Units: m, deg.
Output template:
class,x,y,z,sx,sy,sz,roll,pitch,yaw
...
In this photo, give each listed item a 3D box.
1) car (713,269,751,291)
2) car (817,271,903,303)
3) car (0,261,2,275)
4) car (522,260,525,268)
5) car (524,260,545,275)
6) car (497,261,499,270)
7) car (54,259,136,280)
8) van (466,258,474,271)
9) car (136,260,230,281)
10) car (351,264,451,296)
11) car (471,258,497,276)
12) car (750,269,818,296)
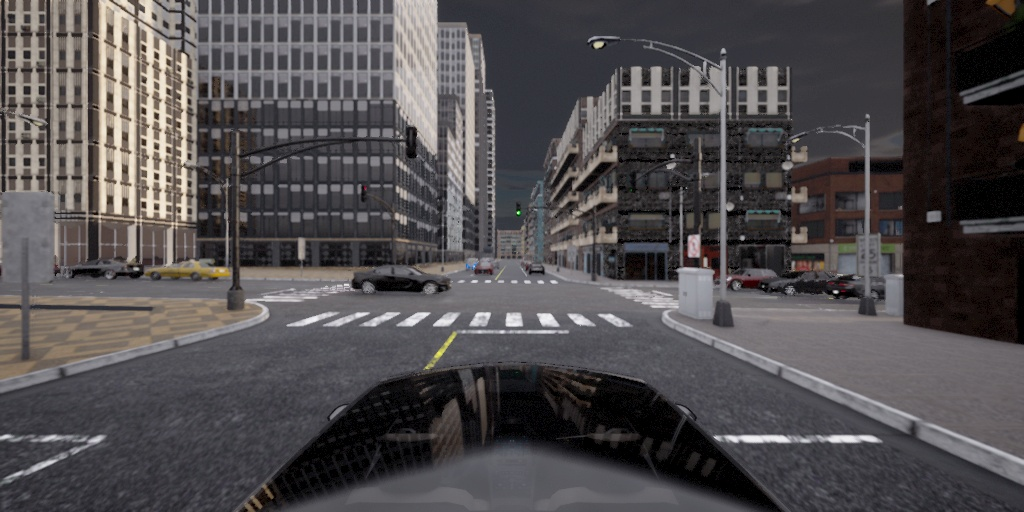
class,x,y,z,sx,sy,sz,roll,pitch,yaw
car,16.052,1.569,24.586,4.097,1.591,1.967,0,0,-1
car,19.481,1.718,18.928,4.892,1.490,1.837,2,0,-1
car,-33.070,0.784,24.117,4.207,1.307,1.802,0,0,-1
car,2.774,1.431,50.781,1.888,1.381,4.507,0,0,0
car,2.757,1.423,40.814,1.948,1.339,4.313,0,0,0
car,-2.973,1.393,56.264,2.128,1.511,4.902,0,0,0
car,-27.451,0.873,24.171,4.313,1.339,1.948,0,0,-1
van,-5.606,1.226,50.794,1.690,1.789,3.998,0,0,0
car,-22.006,0.938,24.310,4.829,1.417,1.751,0,0,-1
car,-5.698,1.201,18.686,5.008,1.535,1.882,1,0,-1
car,-3.024,1.330,39.522,1.882,1.535,5.008,0,0,0
car,17.839,1.669,22.010,4.892,1.490,1.837,1,0,-1
